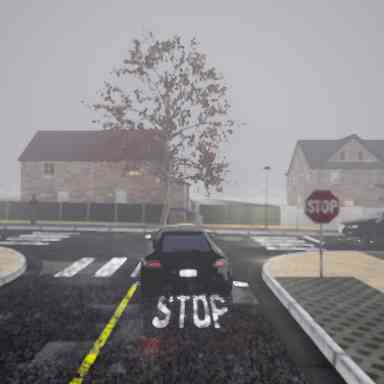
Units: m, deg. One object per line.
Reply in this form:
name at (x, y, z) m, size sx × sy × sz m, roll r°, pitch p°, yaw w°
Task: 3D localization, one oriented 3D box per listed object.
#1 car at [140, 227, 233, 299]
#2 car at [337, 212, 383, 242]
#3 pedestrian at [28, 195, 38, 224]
car at (-0.279, 1.580, 8.605) m, size 1.994 × 1.385 × 4.181 m, roll 0°, pitch 0°, yaw -6°
car at (10.262, 1.811, 17.555) m, size 4.902 × 1.511 × 2.128 m, roll 1°, pitch -1°, yaw 0°
pedestrian at (-9.712, 1.058, 20.334) m, size 0.375 × 1.860 × 0.375 m, roll 0°, pitch -2°, yaw 0°
